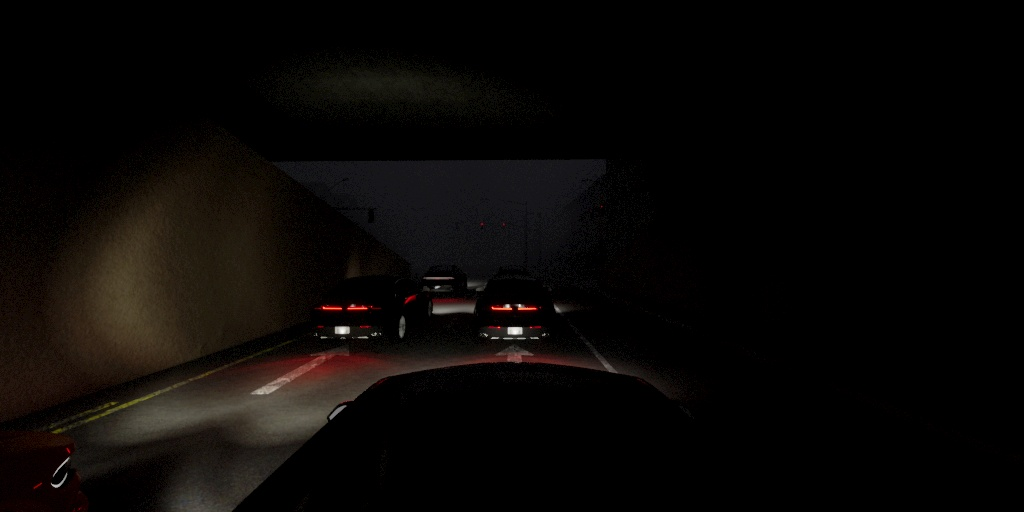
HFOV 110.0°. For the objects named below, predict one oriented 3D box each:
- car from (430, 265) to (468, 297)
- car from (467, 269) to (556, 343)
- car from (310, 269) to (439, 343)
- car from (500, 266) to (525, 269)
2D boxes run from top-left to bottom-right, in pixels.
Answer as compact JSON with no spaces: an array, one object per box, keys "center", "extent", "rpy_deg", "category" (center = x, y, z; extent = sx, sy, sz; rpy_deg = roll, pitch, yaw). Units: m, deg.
[{"center":[-3.484,1.242,18.994],"extent":[2.128,1.511,4.902],"rpy_deg":[0,0,-1],"category":"car"},{"center":[0.053,1.255,9.620],"extent":[1.837,1.490,4.892],"rpy_deg":[0,0,0],"category":"car"},{"center":[-3.448,1.255,9.677],"extent":[1.837,1.490,4.892],"rpy_deg":[0,0,0],"category":"car"},{"center":[0.012,1.255,19.030],"extent":[1.837,1.490,4.892],"rpy_deg":[0,0,0],"category":"car"}]
